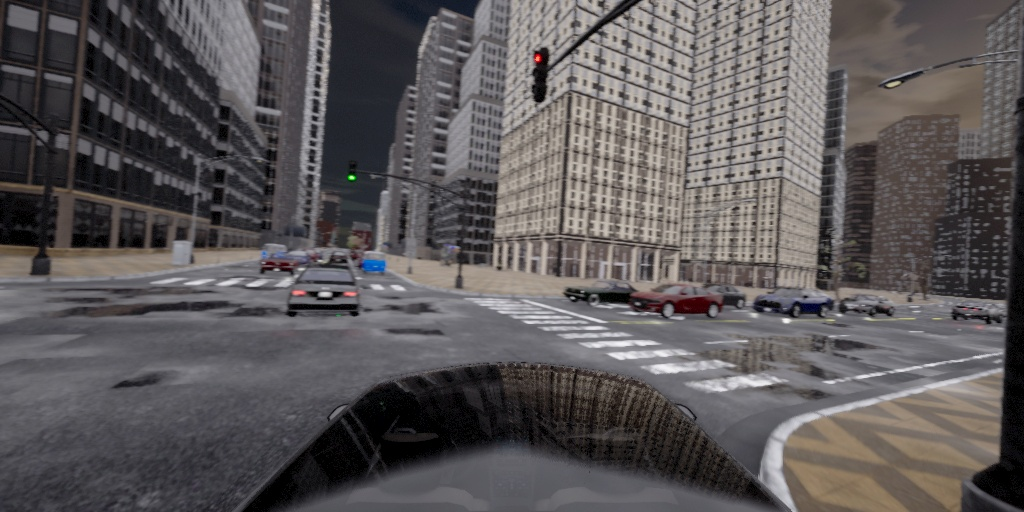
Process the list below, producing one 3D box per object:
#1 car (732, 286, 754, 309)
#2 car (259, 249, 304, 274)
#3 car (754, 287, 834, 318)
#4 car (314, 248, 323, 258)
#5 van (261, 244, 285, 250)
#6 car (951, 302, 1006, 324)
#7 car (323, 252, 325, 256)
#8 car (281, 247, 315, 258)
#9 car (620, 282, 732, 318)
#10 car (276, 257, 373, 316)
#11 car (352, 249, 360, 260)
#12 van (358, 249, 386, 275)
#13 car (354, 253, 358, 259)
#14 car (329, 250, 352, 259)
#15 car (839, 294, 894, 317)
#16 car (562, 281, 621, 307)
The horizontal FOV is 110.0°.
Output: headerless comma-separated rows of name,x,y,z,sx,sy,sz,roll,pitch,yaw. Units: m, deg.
car,13.231,2.584,23.488,4.892,1.490,1.837,5,-1,-27
car,-15.132,0.478,23.561,1.895,1.301,4.718,4,-1,-27
car,16.762,2.663,21.621,4.553,1.767,2.097,5,-1,-27
car,-22.999,-0.047,40.541,1.882,1.535,5.008,4,-1,-24
van,-23.673,-0.275,35.597,1.690,1.789,3.998,0,0,-25
car,35.663,4.304,27.461,4.902,1.511,2.128,5,-1,-27
car,-27.293,-0.218,49.778,1.812,1.442,4.674,4,-1,-25
car,-18.871,0.212,31.656,1.812,1.442,4.674,4,-1,-25
car,7.878,2.054,17.173,5.008,1.535,1.882,5,-1,-26
car,-5.861,0.969,11.414,2.033,1.411,5.357,4,-1,-26
car,-23.143,-0.092,54.200,2.192,1.841,5.009,0,0,-25
van,-11.312,0.542,29.170,1.690,1.789,3.998,0,0,-25
car,-13.739,0.620,34.147,1.888,1.381,4.507,0,0,-25
car,-19.024,0.225,39.414,1.882,1.535,5.008,4,-1,-25
car,26.005,3.567,26.270,4.902,1.511,2.128,5,-1,-27
car,5.114,2.007,19.443,4.718,1.301,1.895,5,-1,-26
